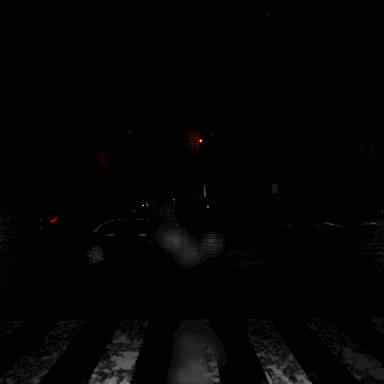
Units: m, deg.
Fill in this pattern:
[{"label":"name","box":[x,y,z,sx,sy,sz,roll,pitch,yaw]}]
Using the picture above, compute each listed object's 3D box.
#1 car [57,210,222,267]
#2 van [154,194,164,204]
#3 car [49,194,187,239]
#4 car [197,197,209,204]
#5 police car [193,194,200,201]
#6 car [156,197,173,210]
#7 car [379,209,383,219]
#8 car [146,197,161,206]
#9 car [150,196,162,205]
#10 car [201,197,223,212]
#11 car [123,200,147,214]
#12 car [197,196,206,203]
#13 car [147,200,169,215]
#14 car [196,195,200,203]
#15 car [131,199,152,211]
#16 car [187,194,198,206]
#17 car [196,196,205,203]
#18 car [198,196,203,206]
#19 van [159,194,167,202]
[{"label":"car","box":[-1.553,1.512,10.968,4.892,1.490,1.837,-1,0,-1]},{"label":"van","box":[-6.599,1.360,66.717,1.690,1.788,3.998,0,0,-1]},{"label":"car","box":[-3.127,1.241,14.190,5.566,2.045,2.150,0,0,-1]},{"label":"car","box":[1.987,1.567,62.654,2.008,1.369,4.403,0,0,-1]},{"label":"police car","box":[1.185,1.463,90.628,1.930,1.638,5.238,0,0,-1]},{"label":"car","box":[-3.609,1.485,44.834,1.882,1.535,5.008,0,0,-1]},{"label":"car","box":[14.625,1.303,21.105,4.718,1.301,1.895,-1,0,-1]},{"label":"car","box":[-6.441,1.578,55.892,1.947,1.339,4.313,0,0,-1]},{"label":"car","box":[-6.517,1.541,61.135,1.752,1.417,4.829,0,0,-1]},{"label":"car","box":[2.369,1.556,36.451,2.008,1.369,4.403,0,0,-1]},{"label":"car","box":[-6.156,1.556,36.330,2.008,1.369,4.403,0,0,-1]},{"label":"car","box":[1.907,1.545,68.112,1.752,1.417,4.829,0,0,-1]},{"label":"car","box":[-3.473,1.568,34.735,1.994,1.385,4.181,0,0,-2]},{"label":"car","box":[2.131,1.562,52.783,2.008,1.369,4.403,0,0,-1]},{"label":"car","box":[-6.229,1.557,41.322,2.008,1.369,4.403,0,0,-1]},{"label":"car","box":[-0.583,1.504,56.378,2.128,1.511,4.902,0,0,-1]},{"label":"car","box":[1.833,1.589,73.231,1.947,1.339,4.313,0,0,-1]},{"label":"car","box":[2.210,1.553,47.339,1.887,1.381,4.507,0,0,-1]},{"label":"van","box":[-6.757,1.368,77.543,1.690,1.788,3.998,0,0,-1]}]
